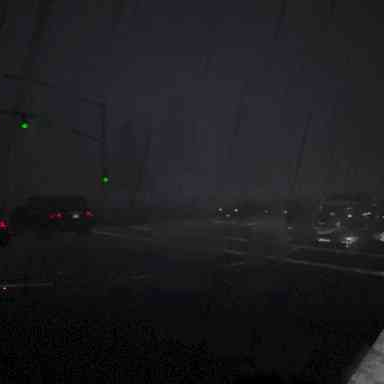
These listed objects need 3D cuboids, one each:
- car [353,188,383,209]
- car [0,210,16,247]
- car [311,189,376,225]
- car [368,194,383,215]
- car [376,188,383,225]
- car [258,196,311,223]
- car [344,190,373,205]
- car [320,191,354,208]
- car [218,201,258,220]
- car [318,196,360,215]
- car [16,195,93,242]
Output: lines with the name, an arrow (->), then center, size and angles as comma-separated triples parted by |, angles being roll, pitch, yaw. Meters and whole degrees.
car -> 19.730, 0.649, 36.310 | 2.150, 2.045, 5.566 | 0, 1, 44
car -> -9.462, 1.363, 13.987 | 4.553, 1.767, 2.097 | 0, 1, 44
car -> 10.159, 0.901, 21.522 | 2.150, 2.045, 5.566 | 0, 1, 44
car -> 16.913, 1.008, 28.427 | 1.882, 1.535, 5.008 | 0, 1, 44
car -> 12.869, 0.882, 19.276 | 5.566, 2.045, 2.150 | -1, 1, -45
car -> 6.845, 1.238, 23.137 | 1.812, 1.442, 4.674 | 0, 1, 44
car -> 21.852, 0.692, 43.469 | 2.097, 1.767, 4.553 | 0, 1, 45
car -> 16.811, 0.803, 38.331 | 2.097, 1.767, 4.553 | 0, 1, 44
car -> 4.080, 1.333, 25.316 | 1.895, 1.301, 4.718 | 0, 1, 44
car -> 13.117, 1.099, 29.549 | 1.812, 1.442, 4.674 | 0, 1, 44
car -> -7.075, 1.179, 16.545 | 5.566, 2.045, 2.150 | 0, 1, 44
